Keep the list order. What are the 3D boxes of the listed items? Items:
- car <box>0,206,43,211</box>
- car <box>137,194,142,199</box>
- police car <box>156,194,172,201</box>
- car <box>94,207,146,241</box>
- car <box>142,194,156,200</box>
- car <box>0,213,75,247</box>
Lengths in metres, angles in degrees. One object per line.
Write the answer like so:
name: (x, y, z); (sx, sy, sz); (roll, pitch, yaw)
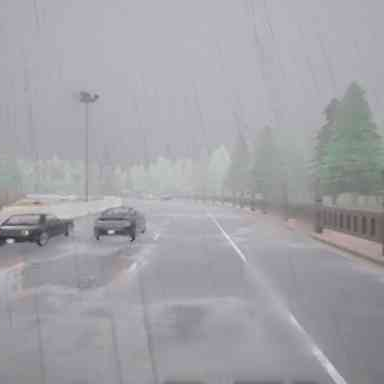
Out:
car: (-14.097, 1.434, 28.334); (1.882, 1.535, 5.008); (0, 0, 0)
car: (-13.765, 1.333, 93.493); (1.882, 1.535, 5.008); (0, 0, -30)
police car: (-6.273, 1.305, 77.761); (1.930, 1.638, 5.238); (0, 0, -21)
car: (-3.398, 1.466, 16.382); (2.128, 1.511, 4.902); (0, 0, 0)
car: (-10.732, 1.320, 87.867); (1.801, 1.575, 5.366); (0, 0, -27)
car: (-6.898, 1.578, 14.856); (1.895, 1.301, 4.718); (0, 0, 0)
